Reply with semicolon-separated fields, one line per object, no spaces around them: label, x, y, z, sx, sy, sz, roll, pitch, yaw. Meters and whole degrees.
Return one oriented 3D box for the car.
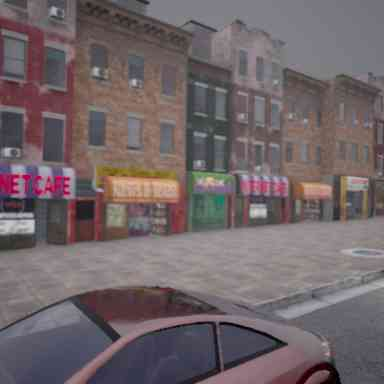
car;-0.684;1.564;2.584;4.181;1.385;1.994;0;0;-36
